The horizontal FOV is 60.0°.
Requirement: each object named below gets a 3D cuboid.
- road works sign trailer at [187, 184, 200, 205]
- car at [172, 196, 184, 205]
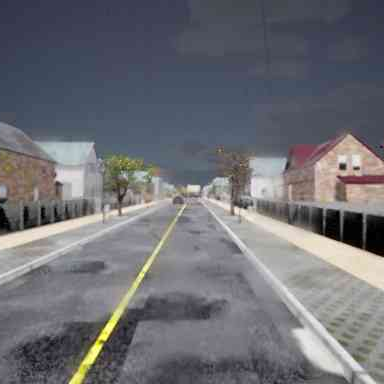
[{"bbox_3d":[0.266,0.434,59.294,2.380,3.560,2.880,1,-1,0],"label":"road works sign trailer"},{"bbox_3d":[-2.530,1.471,60.945,1.882,1.535,5.008,0,0,1],"label":"car"}]
